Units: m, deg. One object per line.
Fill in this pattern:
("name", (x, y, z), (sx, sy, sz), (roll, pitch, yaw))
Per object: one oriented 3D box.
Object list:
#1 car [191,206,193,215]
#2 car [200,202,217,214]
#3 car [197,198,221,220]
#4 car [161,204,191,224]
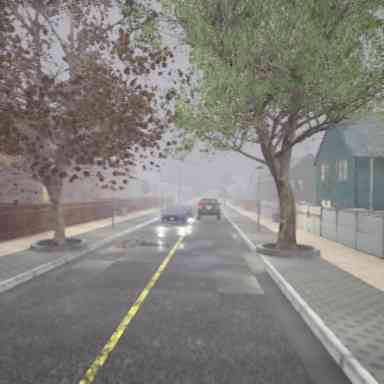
("car", (-0.906, 1.972, 36.920), (1.895, 1.301, 4.718), (1, -1, 3))
("car", (2.180, 2.027, 43.142), (2.033, 1.411, 5.357), (1, -1, 3))
("car", (1.665, 1.584, 32.372), (2.150, 2.045, 5.566), (1, -1, 3))
("car", (-1.386, 1.785, 27.762), (1.882, 1.535, 5.008), (1, -1, 3))
